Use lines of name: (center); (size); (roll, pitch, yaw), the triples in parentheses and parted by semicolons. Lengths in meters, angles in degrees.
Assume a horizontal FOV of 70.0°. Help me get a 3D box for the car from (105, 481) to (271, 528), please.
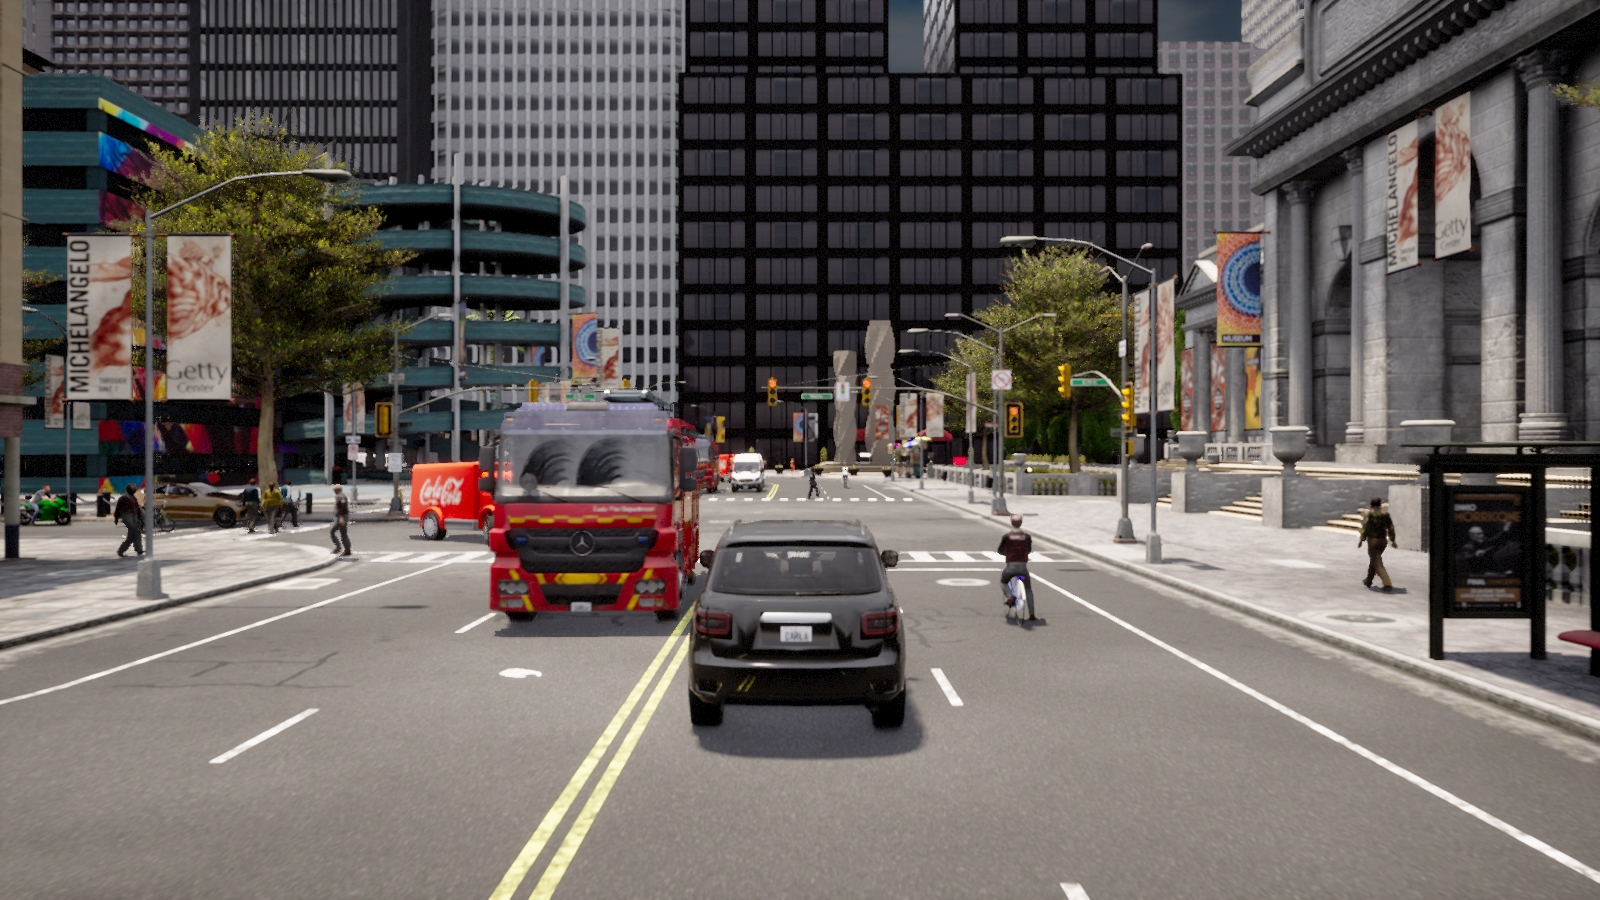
car: (-22.697, 2.017, 42.554); (5.027, 1.651, 2.152); (0, 0, -1)

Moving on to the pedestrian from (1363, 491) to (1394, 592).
pedestrian: (10.843, 1.709, 21.409); (0.375, 1.860, 0.375); (0, 0, -3)

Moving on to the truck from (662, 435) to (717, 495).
truck: (-7.332, 0.935, 76.967); (2.891, 3.827, 8.468); (0, 0, 0)

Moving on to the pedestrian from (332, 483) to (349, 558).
pedestrian: (-11.577, 1.762, 28.805); (0.375, 1.860, 0.375); (0, 0, -25)

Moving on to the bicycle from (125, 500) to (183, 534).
bicycle: (-22.050, 2.279, 38.998); (1.487, 1.080, 0.859); (0, 0, 2)

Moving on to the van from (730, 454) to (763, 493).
van: (-3.600, 1.580, 77.999); (1.988, 2.561, 5.915); (0, 0, 0)

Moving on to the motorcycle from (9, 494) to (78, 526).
motorcycle: (-28.155, 2.238, 42.526); (2.033, 1.145, 0.803); (0, 0, 0)

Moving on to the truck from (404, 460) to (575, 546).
truck: (-9.707, 1.608, 35.526); (5.204, 2.467, 2.627); (-2, -2, 40)

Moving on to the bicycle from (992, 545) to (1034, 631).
bicycle: (3.468, 2.221, 18.684); (0.329, 1.171, 1.835); (0, 0, 0)

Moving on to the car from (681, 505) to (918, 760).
car: (0.011, 1.788, 13.154); (2.150, 2.045, 5.566); (0, 0, 0)

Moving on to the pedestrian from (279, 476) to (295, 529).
pedestrian: (-18.359, 1.872, 40.864); (0.375, 1.860, 0.375); (0, 0, 23)

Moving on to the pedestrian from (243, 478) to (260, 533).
pedestrian: (-18.503, 1.871, 38.559); (0.375, 1.860, 0.375); (0, 0, 6)

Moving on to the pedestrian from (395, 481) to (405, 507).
pedestrian: (-19.712, 2.161, 56.283); (0.375, 1.300, 0.375); (0, 0, -6)

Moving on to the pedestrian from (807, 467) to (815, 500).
pedestrian: (0.629, 1.886, 65.048); (0.375, 1.860, 0.375); (0, 0, 7)

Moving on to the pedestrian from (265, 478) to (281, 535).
pedestrian: (-17.523, 1.871, 38.011); (0.375, 1.860, 0.375); (0, 0, -5)

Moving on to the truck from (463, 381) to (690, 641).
truck: (-3.700, 0.903, 21.104); (2.891, 3.827, 8.468); (0, 0, -2)

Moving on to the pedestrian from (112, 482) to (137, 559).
pedestrian: (-16.479, 1.713, 27.872); (0.375, 1.860, 0.375); (0, 0, 13)
